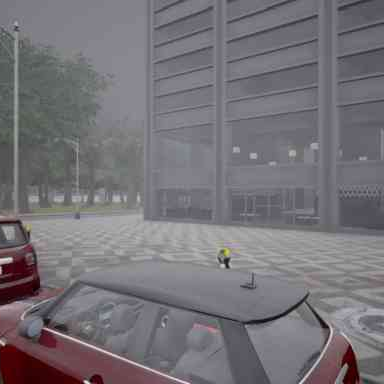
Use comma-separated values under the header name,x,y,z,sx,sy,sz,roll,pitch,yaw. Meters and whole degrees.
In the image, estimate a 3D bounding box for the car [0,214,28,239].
name,x,y,z,sx,sy,sz,roll,pitch,yaw
car,-5.015,1.315,6.528,5.009,1.841,2.192,0,0,35

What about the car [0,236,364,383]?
name,x,y,z,sx,sy,sz,roll,pitch,yaw
car,-0.584,1.440,3.376,4.097,1.590,1.967,0,0,35
